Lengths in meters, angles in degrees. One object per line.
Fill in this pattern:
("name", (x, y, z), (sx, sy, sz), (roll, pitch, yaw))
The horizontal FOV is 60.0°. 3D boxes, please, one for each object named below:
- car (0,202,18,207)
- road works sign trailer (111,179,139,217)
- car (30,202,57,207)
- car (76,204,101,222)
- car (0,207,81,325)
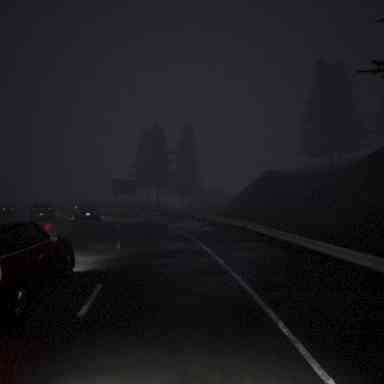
("car", (-18.582, 1.656, 33.353), (2.033, 1.411, 5.357), (0, 0, -26))
("road works sign trailer", (-6.723, 0.541, 33.042), (2.380, 3.560, 2.880), (0, 0, -26))
("car", (-12.877, 1.577, 28.775), (2.128, 1.511, 4.902), (0, 0, -21))
("car", (-8.416, 1.634, 26.732), (1.994, 1.385, 4.181), (0, 0, -19))
("car", (-4.115, 1.376, 7.220), (2.097, 1.767, 4.553), (0, 0, -5))
